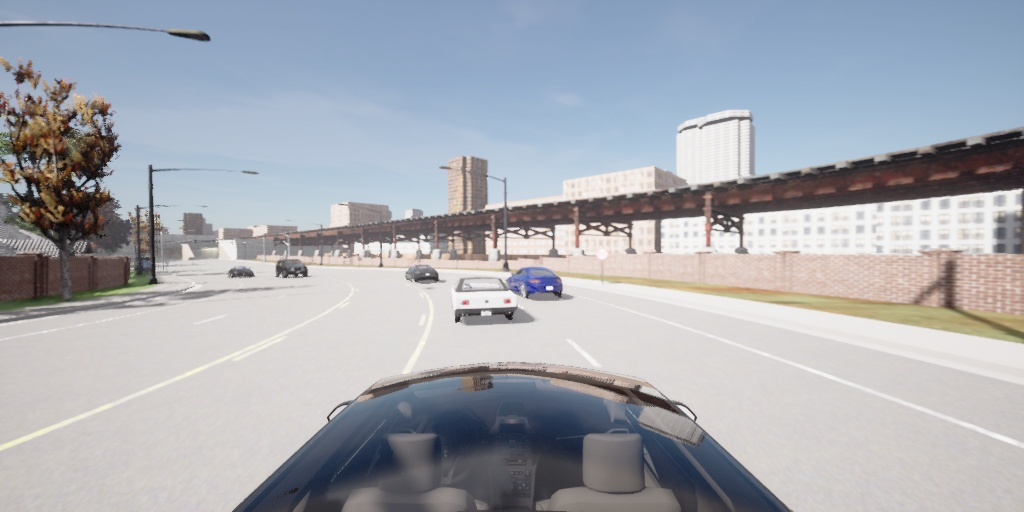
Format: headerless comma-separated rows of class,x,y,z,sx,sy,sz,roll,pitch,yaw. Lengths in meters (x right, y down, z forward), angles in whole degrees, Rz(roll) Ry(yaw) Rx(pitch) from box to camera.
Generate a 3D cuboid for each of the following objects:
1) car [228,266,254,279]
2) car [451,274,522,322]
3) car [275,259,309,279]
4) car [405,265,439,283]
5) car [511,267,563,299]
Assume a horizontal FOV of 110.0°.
car,-30.966,1.829,40.920,4.181,1.385,1.994,-1,0,45
car,-1.163,1.359,12.513,1.895,1.301,4.718,-1,0,-11
car,-23.972,1.346,38.933,2.150,2.045,5.566,-1,0,-45
car,-7.383,1.387,29.115,1.994,1.385,4.181,-1,0,-28
car,1.036,1.250,17.910,1.812,1.442,4.674,-1,0,-15
